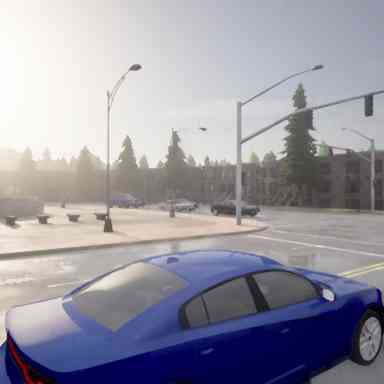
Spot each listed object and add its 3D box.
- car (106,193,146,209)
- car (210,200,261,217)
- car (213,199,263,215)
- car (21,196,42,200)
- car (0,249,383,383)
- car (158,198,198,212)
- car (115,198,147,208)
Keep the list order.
[{"bbox_3d":[-9.472,1.218,45.603,5.566,2.045,2.150,0,0,36],"label":"car"},{"bbox_3d":[3.772,1.474,30.569,1.882,1.535,5.008,0,0,-36],"label":"car"},{"bbox_3d":[4.734,1.543,35.216,2.033,1.411,5.357,0,0,-36],"label":"car"},{"bbox_3d":[-29.909,1.503,60.665,4.892,1.490,1.837,0,0,5],"label":"car"},{"bbox_3d":[0.462,1.477,4.126,5.008,1.535,1.882,0,0,-35],"label":"car"},{"bbox_3d":[-1.827,1.597,38.048,1.895,1.301,4.718,0,0,-39],"label":"car"},{"bbox_3d":[-9.102,1.597,49.599,4.718,1.301,1.895,0,0,34],"label":"car"}]
